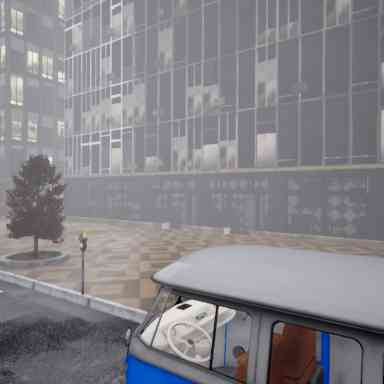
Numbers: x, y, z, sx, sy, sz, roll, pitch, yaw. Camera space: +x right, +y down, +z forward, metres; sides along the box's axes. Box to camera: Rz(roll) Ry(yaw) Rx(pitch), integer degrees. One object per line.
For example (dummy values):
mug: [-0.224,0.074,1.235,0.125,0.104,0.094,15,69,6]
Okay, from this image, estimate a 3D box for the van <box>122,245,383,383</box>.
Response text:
van: [1.332,1.341,1.918,3.998,1.788,1.690,0,0,35]
